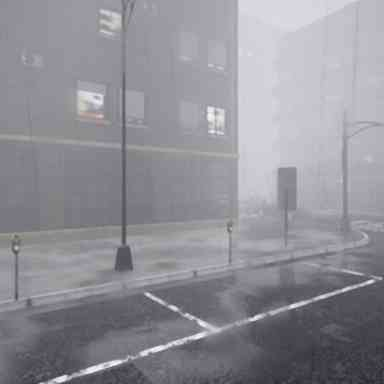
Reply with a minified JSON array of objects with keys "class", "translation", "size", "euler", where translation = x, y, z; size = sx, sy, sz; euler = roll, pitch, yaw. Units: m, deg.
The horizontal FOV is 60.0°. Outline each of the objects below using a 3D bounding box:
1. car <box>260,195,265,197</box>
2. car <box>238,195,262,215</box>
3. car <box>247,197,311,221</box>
[{"class":"car","translation":[6.799,1.010,38.292],"size":[1.967,1.590,4.097],"euler":[1,0,-36]},{"class":"car","translation":[3.373,1.189,28.751],"size":[1.752,1.417,4.829],"euler":[1,0,-36]},{"class":"car","translation":[6.546,1.289,24.385],"size":[2.008,1.369,4.403],"euler":[1,0,-36]}]
